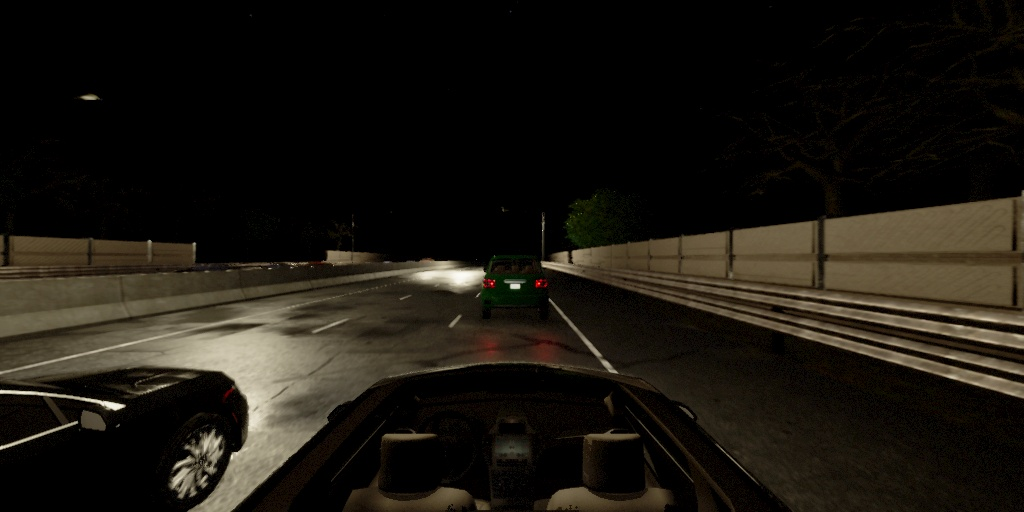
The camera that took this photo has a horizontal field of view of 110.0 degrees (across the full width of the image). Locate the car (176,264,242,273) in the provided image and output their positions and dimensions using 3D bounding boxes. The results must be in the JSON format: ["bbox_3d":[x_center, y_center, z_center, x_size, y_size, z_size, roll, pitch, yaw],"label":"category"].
[{"bbox_3d":[-24.604,1.376,29.266,2.033,1.411,5.357,0,0,0],"label":"car"}]

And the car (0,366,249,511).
[{"bbox_3d":[-3.400,1.255,1.397,1.837,1.490,4.892,0,0,0],"label":"car"}]

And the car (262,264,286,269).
[{"bbox_3d":[-21.107,1.390,32.403,2.033,1.411,5.357,0,0,0],"label":"car"}]

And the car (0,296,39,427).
[{"bbox_3d":[-6.901,1.256,2.092,1.837,1.490,4.892,0,0,0],"label":"car"}]

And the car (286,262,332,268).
[{"bbox_3d":[-17.602,1.320,32.188,1.882,1.535,5.008,0,0,0],"label":"car"}]

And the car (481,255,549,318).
[{"bbox_3d":[0.097,0.996,13.265,2.150,2.045,5.566,0,0,0],"label":"car"}]
